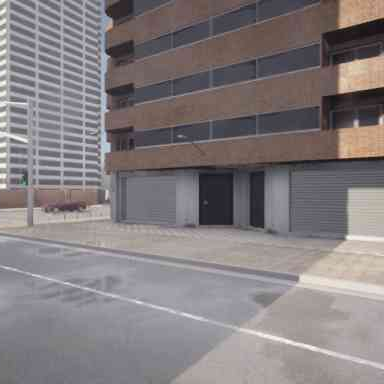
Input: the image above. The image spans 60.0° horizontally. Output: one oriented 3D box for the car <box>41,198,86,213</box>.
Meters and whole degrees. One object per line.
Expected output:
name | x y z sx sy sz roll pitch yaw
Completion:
car | -14.137 1.478 36.903 1.882 1.535 5.008 0 0 35
